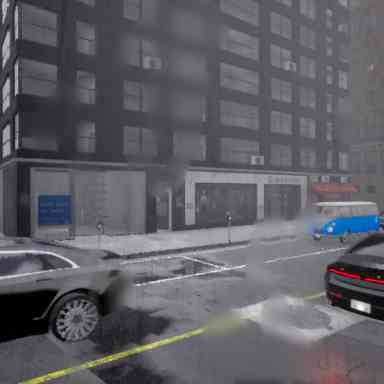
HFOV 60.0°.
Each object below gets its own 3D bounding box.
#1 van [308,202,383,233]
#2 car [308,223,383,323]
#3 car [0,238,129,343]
[{"bbox_3d":[7.075,1.342,15.444,3.998,1.788,1.690,0,0,-36],"label":"van"},{"bbox_3d":[4.592,1.507,6.587,4.892,1.490,1.837,-1,0,-36],"label":"car"},{"bbox_3d":[-3.353,1.491,4.849,4.902,1.511,2.128,0,0,-36],"label":"car"}]
